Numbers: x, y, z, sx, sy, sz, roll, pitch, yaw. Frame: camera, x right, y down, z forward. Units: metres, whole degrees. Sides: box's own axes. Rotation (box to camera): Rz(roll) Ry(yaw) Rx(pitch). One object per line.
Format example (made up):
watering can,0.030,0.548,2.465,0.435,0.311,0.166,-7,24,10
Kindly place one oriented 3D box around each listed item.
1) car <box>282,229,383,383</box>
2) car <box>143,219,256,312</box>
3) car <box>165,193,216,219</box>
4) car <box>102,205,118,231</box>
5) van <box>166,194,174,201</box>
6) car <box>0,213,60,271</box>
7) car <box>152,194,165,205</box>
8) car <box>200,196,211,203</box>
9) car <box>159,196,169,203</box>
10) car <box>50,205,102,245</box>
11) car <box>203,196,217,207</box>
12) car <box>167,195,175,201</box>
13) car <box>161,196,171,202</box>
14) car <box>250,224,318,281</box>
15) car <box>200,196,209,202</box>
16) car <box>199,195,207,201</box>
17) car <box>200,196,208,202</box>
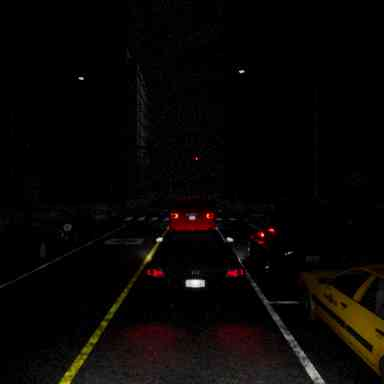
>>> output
car,2.765,1.525,4.390,1.752,1.417,4.829,0,0,0
car,0.065,1.564,7.807,1.994,1.385,4.181,0,0,0
car,0.017,1.222,17.227,2.150,2.045,5.566,0,0,0
car,-5.748,1.526,20.425,1.752,1.417,4.829,0,0,0
van,-5.698,1.368,85.191,1.690,1.788,3.998,0,0,0
car,-5.756,1.544,9.681,1.887,1.381,4.507,0,0,0
car,-5.719,1.327,58.003,2.192,1.841,5.009,0,0,0
car,2.815,1.568,68.871,2.008,1.369,4.403,0,0,0
car,-5.710,1.599,68.878,1.802,1.307,4.206,0,0,0
car,-5.752,1.440,15.139,1.967,1.590,4.097,0,0,0
car,2.802,1.450,52.559,1.967,1.590,4.097,0,0,0
car,-5.693,1.582,90.629,2.008,1.369,4.403,0,0,0
car,-5.706,1.546,74.146,1.752,1.417,4.829,0,0,0
car,2.769,1.566,9.677,1.947,1.339,4.313,0,0,0
car,2.819,1.565,74.309,1.887,1.381,4.507,0,0,0
car,2.828,1.553,85.354,1.752,1.417,4.829,0,0,0
car,2.823,1.569,79.747,1.887,1.381,4.507,0,0,0
